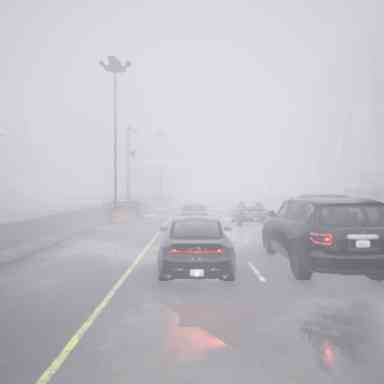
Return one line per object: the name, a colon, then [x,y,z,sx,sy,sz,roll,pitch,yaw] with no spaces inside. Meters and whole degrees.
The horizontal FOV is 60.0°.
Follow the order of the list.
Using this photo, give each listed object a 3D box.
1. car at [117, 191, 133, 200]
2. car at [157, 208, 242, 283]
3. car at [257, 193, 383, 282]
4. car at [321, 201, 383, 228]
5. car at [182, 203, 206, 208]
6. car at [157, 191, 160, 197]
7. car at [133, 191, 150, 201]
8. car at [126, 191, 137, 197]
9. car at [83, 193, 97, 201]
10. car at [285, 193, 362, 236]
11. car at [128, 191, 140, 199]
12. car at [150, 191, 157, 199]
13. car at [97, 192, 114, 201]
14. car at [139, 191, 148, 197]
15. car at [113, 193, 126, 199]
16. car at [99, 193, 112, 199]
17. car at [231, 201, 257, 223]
car: [-13.870,1.021,68.281,1.994,1.385,4.181,0,1,0]
car: [0.111,1.434,9.450,1.837,1.490,4.892,0,1,0]
car: [3.607,1.150,9.681,2.150,2.045,5.566,0,1,0]
car: [10.634,1.382,22.144,2.033,1.411,5.357,0,0,0]
car: [0.126,1.396,20.299,2.033,1.411,5.357,0,0,0]
car: [-10.125,0.524,94.075,1.882,1.535,5.008,0,1,1]
car: [-10.370,0.979,68.257,1.812,1.442,4.674,0,1,0]
car: [-17.127,0.586,93.942,2.033,1.411,5.357,0,1,1]
car: [-20.868,0.943,68.588,1.882,1.535,5.008,0,1,0]
car: [7.121,1.080,18.852,2.150,2.045,5.566,0,0,0]
car: [-13.765,0.669,79.538,2.097,1.767,4.553,0,1,1]
car: [-10.264,0.789,79.672,1.882,1.535,5.008,0,1,1]
car: [-17.370,0.823,68.333,2.097,1.767,4.553,0,1,0]
car: [-13.627,0.546,93.910,1.837,1.490,4.892,0,1,1]
car: [-17.266,0.867,79.536,1.994,1.385,4.181,0,1,1]
car: [-20.763,0.863,79.798,1.994,1.385,4.181,0,1,1]
car: [3.633,1.331,21.425,2.128,1.511,4.902,0,0,0]
